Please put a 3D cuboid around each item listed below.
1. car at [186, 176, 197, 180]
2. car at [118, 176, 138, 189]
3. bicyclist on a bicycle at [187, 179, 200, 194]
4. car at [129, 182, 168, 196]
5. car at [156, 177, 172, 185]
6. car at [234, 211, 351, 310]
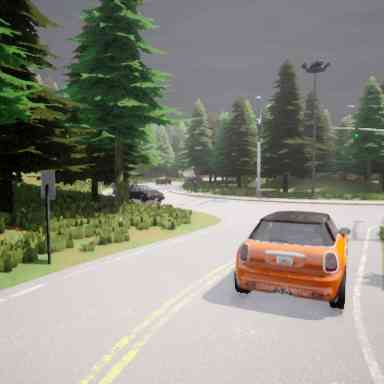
[{"bbox_3d":[0.698,-2.876,73.044,1.812,1.442,4.674,4,6,45],"label":"car"},{"bbox_3d":[-9.505,-1.410,49.974,2.097,1.767,4.553,0,4,0],"label":"car"},{"bbox_3d":[0.153,-0.623,37.295,1.656,1.620,0.582,-3,5,-28],"label":"bicyclist on a bicycle"},{"bbox_3d":[-4.527,0.093,30.788,2.033,1.411,5.357,-3,5,-35],"label":"car"},{"bbox_3d":[-5.086,-2.038,60.605,1.882,1.535,5.008,0,4,11],"label":"car"},{"bbox_3d":[2.625,1.229,8.057,2.097,1.767,4.553,2,2,25],"label":"car"}]
